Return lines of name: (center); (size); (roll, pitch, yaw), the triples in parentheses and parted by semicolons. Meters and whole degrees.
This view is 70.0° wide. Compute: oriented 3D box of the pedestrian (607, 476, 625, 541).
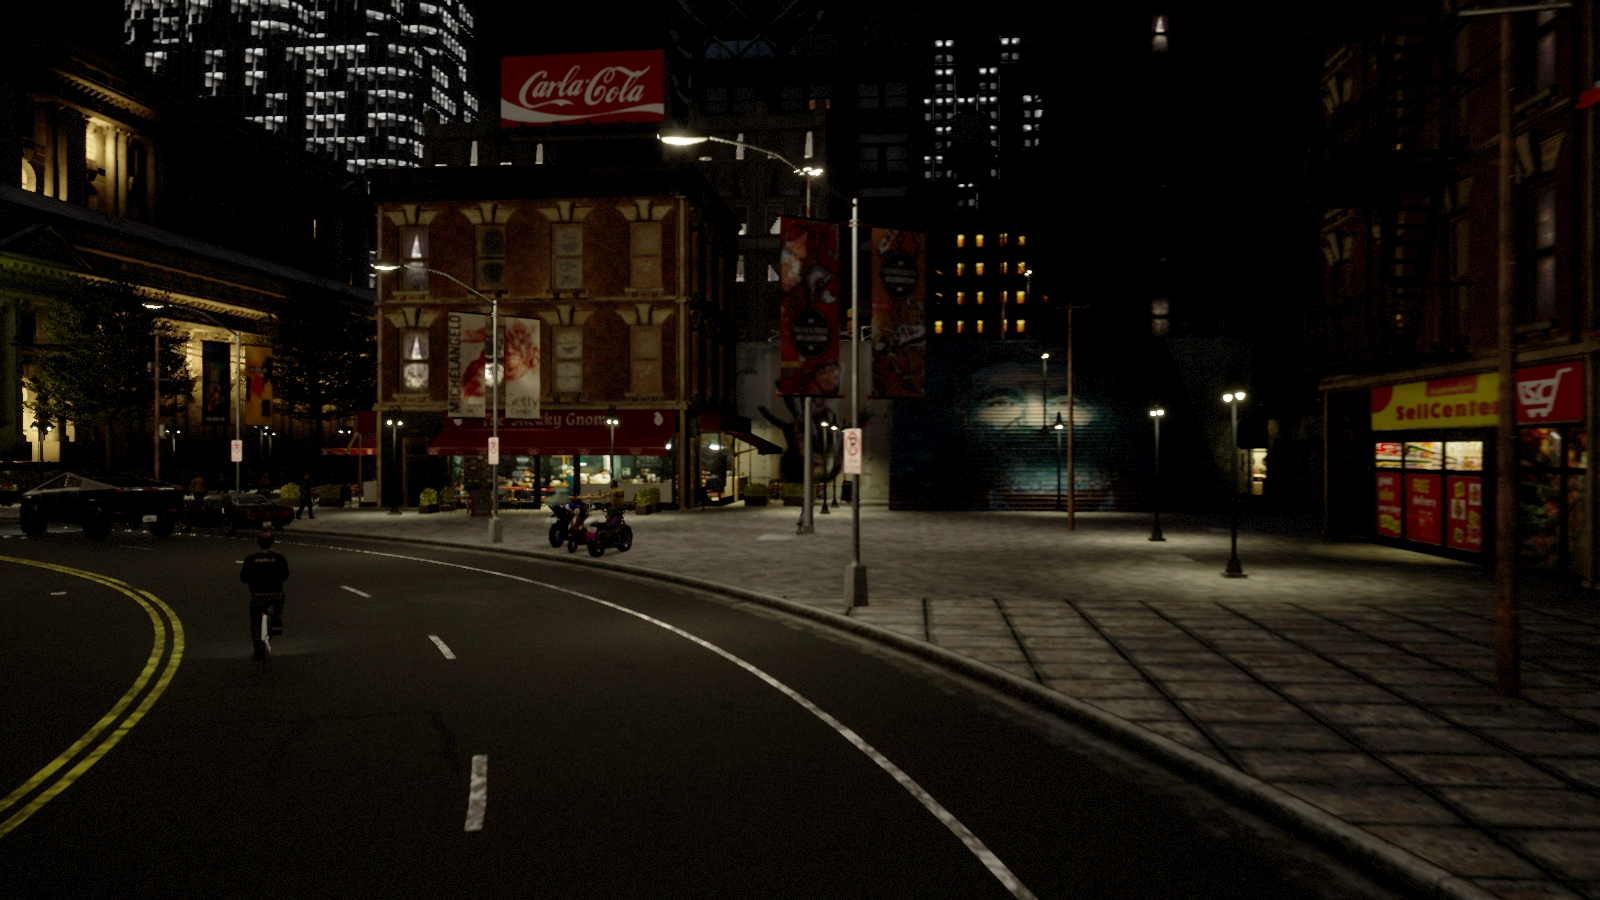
pedestrian: (-5.385, 1.697, 33.385); (0.375, 1.860, 0.375); (0, 0, 42)

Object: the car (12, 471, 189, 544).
car: (-22.612, 1.761, 36.853); (6.274, 2.098, 2.390); (0, 0, 33)

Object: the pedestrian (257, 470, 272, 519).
pedestrian: (-20.513, 1.704, 43.746); (0.375, 1.860, 0.375); (0, 0, 28)

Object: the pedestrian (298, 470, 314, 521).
pedestrian: (-18.520, 1.703, 42.839); (0.375, 1.860, 0.375); (0, 0, 28)

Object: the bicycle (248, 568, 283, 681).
bicycle: (-6.889, 2.212, 14.762); (0.329, 1.171, 1.835); (0, 0, -23)
